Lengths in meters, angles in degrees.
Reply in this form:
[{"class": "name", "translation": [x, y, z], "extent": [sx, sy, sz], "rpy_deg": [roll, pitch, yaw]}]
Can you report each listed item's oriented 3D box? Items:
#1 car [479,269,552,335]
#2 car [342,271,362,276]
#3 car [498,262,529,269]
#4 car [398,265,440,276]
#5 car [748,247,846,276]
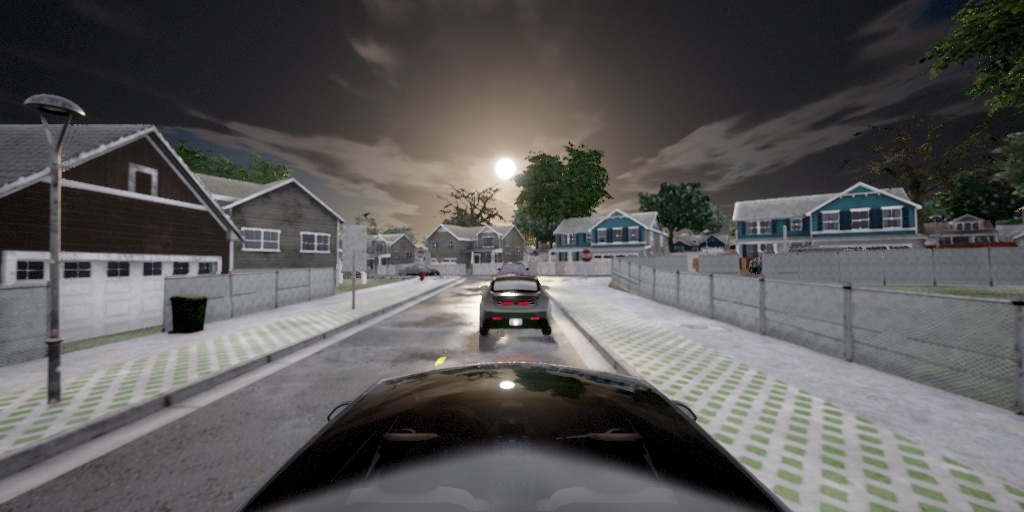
[{"class": "car", "translation": [0.092, 1.297, 10.700], "extent": [1.837, 1.490, 4.892], "rpy_deg": [0, -1, 0]}, {"class": "car", "translation": [-21.330, 2.114, 47.551], "extent": [4.181, 1.385, 1.994], "rpy_deg": [-2, -2, 30]}, {"class": "car", "translation": [0.093, 1.209, 24.064], "extent": [2.097, 1.767, 4.553], "rpy_deg": [0, 0, 0]}, {"class": "car", "translation": [-10.750, 1.733, 41.203], "extent": [5.357, 1.411, 2.033], "rpy_deg": [-2, -2, 32]}, {"class": "car", "translation": [19.333, 0.480, 24.331], "extent": [5.566, 2.045, 2.150], "rpy_deg": [-2, -2, 36]}]
